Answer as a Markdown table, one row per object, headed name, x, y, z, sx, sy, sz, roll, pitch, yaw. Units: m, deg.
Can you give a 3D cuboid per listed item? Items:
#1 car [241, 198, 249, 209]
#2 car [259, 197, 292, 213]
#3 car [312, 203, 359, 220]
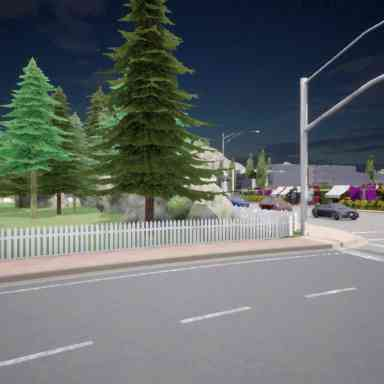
| name | x | y | z | sx | sy | sz | roll | pitch | yaw |
| --- | --- | --- | --- | --- | --- | --- | --- | --- | --- |
| car | 6.495 | 1.533 | 47.632 | 1.882 | 1.535 | 5.008 | 0 | 0 | -17 |
| car | 9.413 | 1.408 | 37.735 | 2.097 | 1.767 | 4.553 | 0 | 0 | -16 |
| car | 12.156 | 1.619 | 28.441 | 1.994 | 1.385 | 4.181 | 0 | 0 | -16 |
